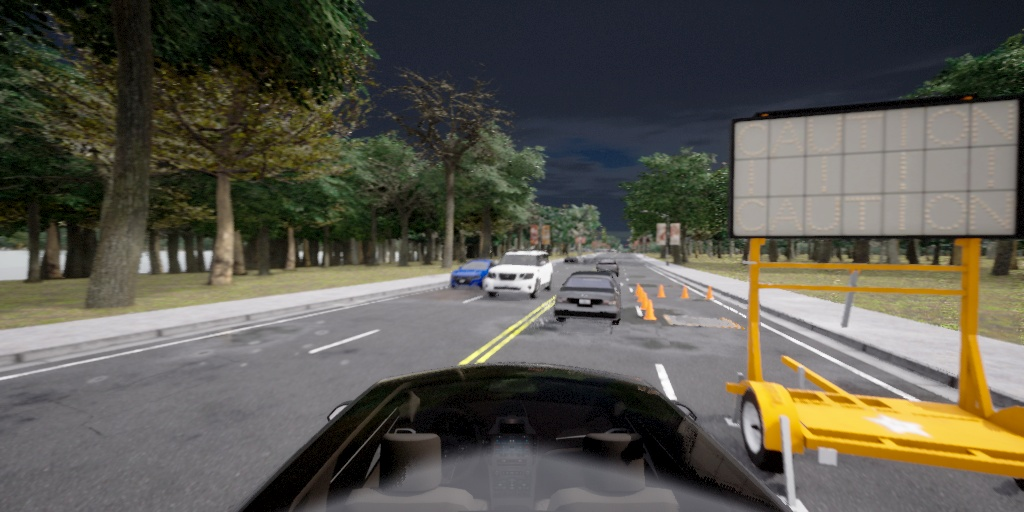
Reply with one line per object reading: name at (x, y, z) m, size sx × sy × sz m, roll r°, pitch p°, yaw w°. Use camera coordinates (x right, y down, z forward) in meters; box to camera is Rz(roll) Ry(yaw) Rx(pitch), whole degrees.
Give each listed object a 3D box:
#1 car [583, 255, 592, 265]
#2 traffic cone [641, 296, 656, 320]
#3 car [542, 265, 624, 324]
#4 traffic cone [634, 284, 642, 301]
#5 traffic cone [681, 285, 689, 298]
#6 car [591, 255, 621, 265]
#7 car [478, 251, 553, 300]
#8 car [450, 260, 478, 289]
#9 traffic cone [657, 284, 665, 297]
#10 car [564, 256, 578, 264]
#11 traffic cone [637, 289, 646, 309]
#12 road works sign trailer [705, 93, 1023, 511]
car at (12.312, 0.622, 56.401) m, size 1.812 × 1.442 × 4.674 m, roll 1°, pitch 1°, yaw 17°
traffic cone at (4.217, 1.628, 10.999) m, size 0.340 × 0.580 × 0.340 m, roll 0°, pitch 0°, yaw 16°
car at (2.580, 1.196, 11.655) m, size 2.033 × 1.411 × 5.357 m, roll 1°, pitch 1°, yaw 16°
traffic cone at (5.337, 1.588, 14.838) m, size 0.340 × 0.580 × 0.340 m, roll 0°, pitch 0°, yaw 16°
traffic cone at (7.817, 1.594, 16.199) m, size 0.340 × 0.580 × 0.340 m, roll 0°, pitch 0°, yaw 16°
car at (8.292, 0.929, 31.058) m, size 2.128 × 1.511 × 4.902 m, roll 1°, pitch 1°, yaw 16°
car at (0.552, 0.781, 16.997) m, size 2.150 × 2.045 × 5.566 m, roll 1°, pitch 1°, yaw 16°
car at (-1.817, 0.968, 20.476) m, size 1.882 × 1.535 × 5.008 m, roll 1°, pitch 1°, yaw 16°
traffic cone at (6.857, 1.581, 16.479) m, size 0.340 × 0.580 × 0.340 m, roll 0°, pitch 0°, yaw 16°
car at (9.688, 0.632, 58.924) m, size 1.895 × 1.301 × 4.718 m, roll 1°, pitch 1°, yaw 17°
traffic cone at (4.777, 1.608, 12.919) m, size 0.340 × 0.580 × 0.340 m, roll 0°, pitch 0°, yaw 16°
road works sign trailer at (3.582, 0.221, 3.893) m, size 2.380 × 3.560 × 2.880 m, roll 0°, pitch 0°, yaw 16°
